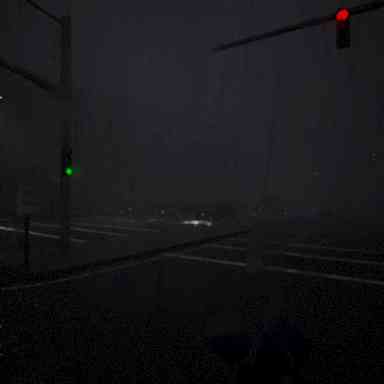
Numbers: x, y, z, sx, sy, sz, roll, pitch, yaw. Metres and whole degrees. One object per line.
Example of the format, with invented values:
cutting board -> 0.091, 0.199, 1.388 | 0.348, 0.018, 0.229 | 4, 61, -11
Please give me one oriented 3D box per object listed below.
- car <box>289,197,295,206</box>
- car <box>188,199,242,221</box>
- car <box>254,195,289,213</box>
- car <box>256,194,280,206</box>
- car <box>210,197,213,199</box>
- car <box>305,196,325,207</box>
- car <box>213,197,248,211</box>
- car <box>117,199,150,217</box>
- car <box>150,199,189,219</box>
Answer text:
car -> 13.946, 1.422, 49.658 | 1.812, 1.442, 4.674 | 0, 0, 35
car -> 1.915, 1.482, 26.458 | 1.994, 1.385, 4.181 | 0, 0, 35
car -> 8.253, 1.410, 35.500 | 2.128, 1.511, 4.902 | 0, 0, 35
car -> 12.259, 1.227, 53.324 | 2.097, 1.767, 4.553 | 0, 0, 36
car -> 2.900, 1.368, 40.051 | 2.128, 1.511, 4.902 | 0, 0, 35
car -> 18.589, 1.409, 50.142 | 2.128, 1.511, 4.902 | 0, 0, 36
car -> 4.447, 1.461, 36.166 | 1.994, 1.385, 4.181 | 0, 0, 35
car -> -4.502, 1.402, 29.489 | 1.812, 1.442, 4.674 | 0, 0, 35
car -> -0.940, 1.389, 28.483 | 2.128, 1.511, 4.902 | 0, 0, 35
